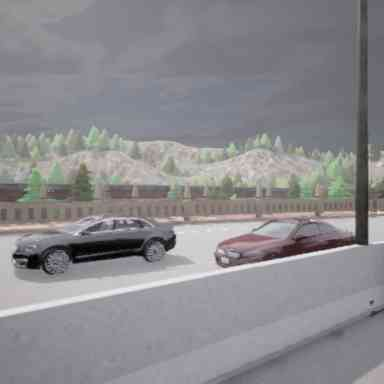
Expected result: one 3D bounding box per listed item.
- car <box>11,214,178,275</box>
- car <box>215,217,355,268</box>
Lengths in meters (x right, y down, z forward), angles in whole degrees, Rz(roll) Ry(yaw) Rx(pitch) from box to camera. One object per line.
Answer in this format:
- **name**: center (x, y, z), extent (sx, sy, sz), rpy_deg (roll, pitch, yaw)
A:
- **car**: center (-2.794, 1.447, 10.303), extent (4.902, 1.511, 2.128), rpy_deg (0, 0, -32)
- **car**: center (2.860, 1.498, 9.704), extent (4.674, 1.442, 1.812), rpy_deg (0, 0, -30)
